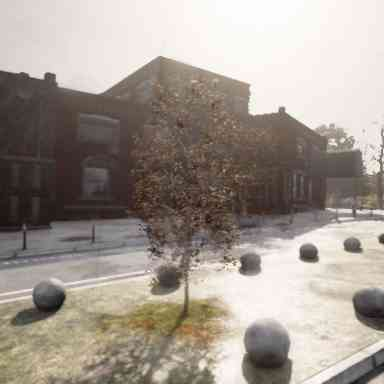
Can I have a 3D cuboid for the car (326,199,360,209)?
[{"bbox_3d":[24.214,1.927,53.411,4.902,1.511,2.128,1,-1,35],"label":"car"}]
